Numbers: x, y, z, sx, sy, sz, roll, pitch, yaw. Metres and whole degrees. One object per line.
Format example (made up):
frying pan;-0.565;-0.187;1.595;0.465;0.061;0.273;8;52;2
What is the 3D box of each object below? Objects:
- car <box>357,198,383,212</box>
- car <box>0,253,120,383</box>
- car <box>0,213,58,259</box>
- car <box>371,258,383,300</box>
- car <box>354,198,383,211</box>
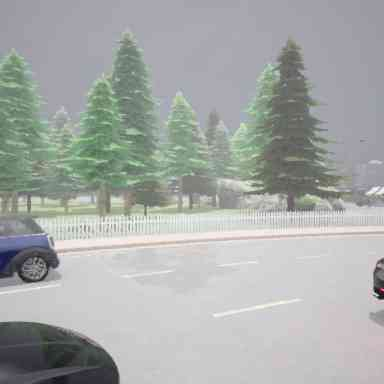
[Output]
car;19.682;1.619;35.904;1.994;1.385;4.181;0;0;-4
car;-2.779;1.478;1.581;5.008;1.535;1.882;0;0;-37
car;-5.757;1.352;8.147;4.553;1.767;2.097;0;0;-32
car;5.561;1.492;6.093;4.902;1.511;2.128;0;0;-24
car;22.803;1.548;41.954;2.128;1.511;4.902;0;0;-4
